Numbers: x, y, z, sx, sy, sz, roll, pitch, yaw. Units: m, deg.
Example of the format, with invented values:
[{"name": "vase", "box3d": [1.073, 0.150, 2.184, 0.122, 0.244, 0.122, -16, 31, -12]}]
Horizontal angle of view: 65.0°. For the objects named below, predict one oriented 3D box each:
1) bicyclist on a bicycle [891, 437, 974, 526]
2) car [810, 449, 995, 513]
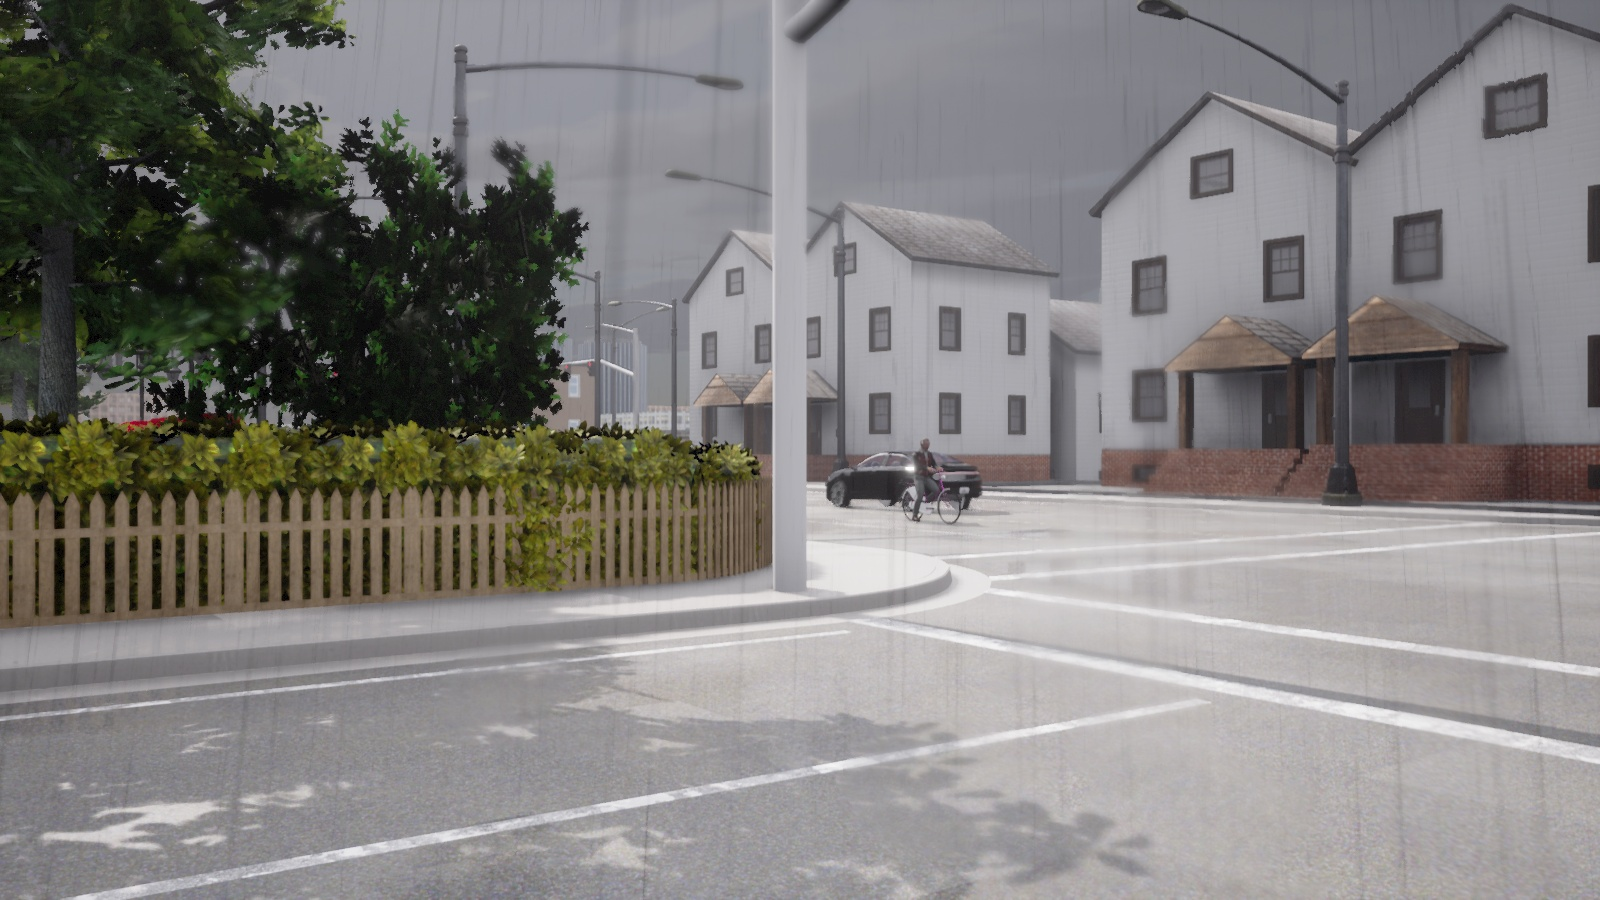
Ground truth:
[{"name": "bicyclist on a bicycle", "box3d": [2.717, 0.635, 25.905, 0.659, 1.776, 1.843, 0, 0, -35]}, {"name": "car", "box3d": [2.535, 0.729, 32.329, 2.128, 1.511, 4.902, 0, 0, -35]}]
